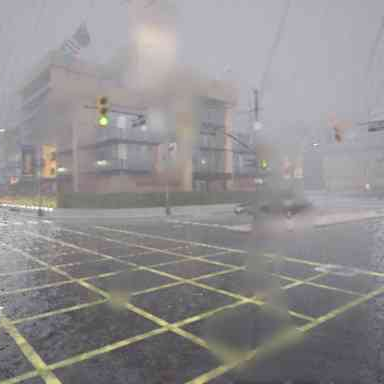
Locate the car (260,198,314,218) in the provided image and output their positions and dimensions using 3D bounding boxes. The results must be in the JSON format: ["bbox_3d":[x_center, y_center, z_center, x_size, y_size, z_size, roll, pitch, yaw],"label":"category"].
[{"bbox_3d":[8.325,1.311,28.074,5.008,1.535,1.882,-1,0,-40],"label":"car"}]

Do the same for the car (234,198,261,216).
[{"bbox_3d":[5.911,1.355,30.610,4.902,1.511,2.128,-1,0,-40],"label":"car"}]
